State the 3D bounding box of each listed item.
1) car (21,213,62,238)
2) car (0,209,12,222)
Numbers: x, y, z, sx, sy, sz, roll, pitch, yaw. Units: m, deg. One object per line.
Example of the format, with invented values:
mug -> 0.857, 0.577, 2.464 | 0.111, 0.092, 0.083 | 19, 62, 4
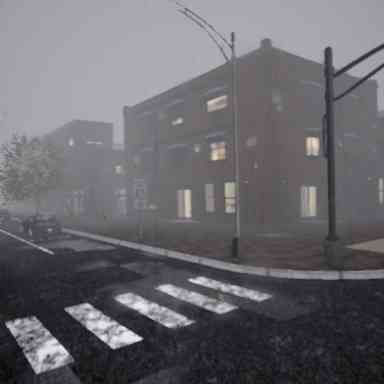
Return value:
car -> -9.464, 1.992, 20.762 | 2.008, 1.369, 4.403 | -3, 1, -37
car -> -19.201, 2.359, 33.286 | 2.008, 1.369, 4.403 | -3, 1, -37
